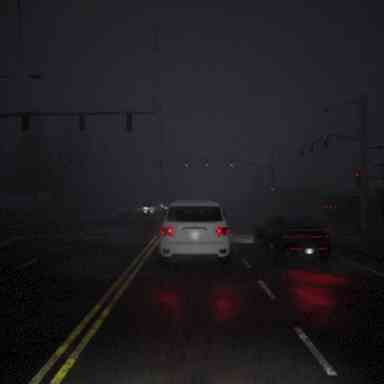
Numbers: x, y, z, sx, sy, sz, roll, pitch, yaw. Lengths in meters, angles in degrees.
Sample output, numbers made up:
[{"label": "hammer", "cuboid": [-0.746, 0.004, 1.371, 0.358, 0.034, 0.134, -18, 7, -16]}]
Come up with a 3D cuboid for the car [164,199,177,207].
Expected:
[{"label": "car", "cuboid": [-3.562, 1.835, 56.253, 1.994, 1.385, 4.181, 0, 0, 0]}]

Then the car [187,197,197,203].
[{"label": "car", "cuboid": [-0.008, 1.910, 80.344, 2.128, 1.511, 4.902, 0, 0, 0]}]

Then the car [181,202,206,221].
[{"label": "car", "cuboid": [0.096, 1.681, 29.466, 2.033, 1.411, 5.357, 0, 0, 0]}]

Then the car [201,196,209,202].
[{"label": "car", "cuboid": [3.491, 1.839, 89.853, 2.128, 1.511, 4.902, 0, 0, 0]}]

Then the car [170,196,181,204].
[{"label": "car", "cuboid": [-3.508, 1.700, 71.775, 2.097, 1.767, 4.553, 0, 0, 0]}]

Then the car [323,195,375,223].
[{"label": "car", "cuboid": [13.050, 1.287, 25.673, 5.566, 2.045, 2.150, 0, -1, 1]}]

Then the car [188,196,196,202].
[{"label": "car", "cuboid": [-0.009, 1.854, 89.852, 2.033, 1.411, 5.357, 0, 0, 0]}]

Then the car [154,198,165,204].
[{"label": "car", "cuboid": [-7.008, 1.941, 71.922, 1.895, 1.301, 4.718, 0, 0, 0]}]

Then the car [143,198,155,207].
[{"label": "car", "cuboid": [-7.060, 1.763, 56.357, 2.128, 1.511, 4.902, 0, 0, 1]}]

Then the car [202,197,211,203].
[{"label": "car", "cuboid": [3.492, 1.909, 80.601, 1.812, 1.442, 4.674, 0, 0, 0]}]

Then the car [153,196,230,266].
[{"label": "car", "cuboid": [0.070, 1.279, 11.946, 2.150, 2.045, 5.566, 0, 0, 0]}]

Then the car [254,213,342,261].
[{"label": "car", "cuboid": [3.585, 1.566, 12.561, 1.837, 1.490, 4.892, 0, 0, 0]}]
